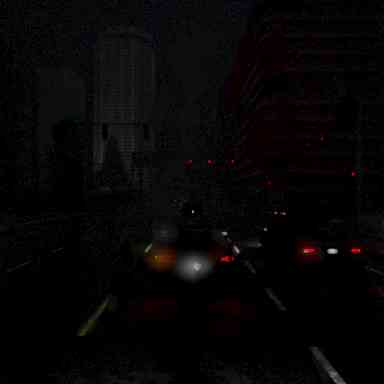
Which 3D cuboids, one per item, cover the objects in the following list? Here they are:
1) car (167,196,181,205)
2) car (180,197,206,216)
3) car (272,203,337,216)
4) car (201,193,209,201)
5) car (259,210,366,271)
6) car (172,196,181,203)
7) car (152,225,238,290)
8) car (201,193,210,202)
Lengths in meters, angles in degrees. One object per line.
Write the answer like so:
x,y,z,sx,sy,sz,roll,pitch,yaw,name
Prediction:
-3.541,1.576,60.764,1.837,1.490,4.892,0,0,1,car
0.092,1.526,32.448,1.837,1.490,4.892,0,0,0,car
8.335,1.538,24.981,5.357,1.411,2.033,-1,0,-25,car
3.505,1.316,91.788,2.150,2.045,5.566,0,0,0,car
3.580,1.560,10.948,2.033,1.411,5.357,0,0,0,car
-3.496,1.686,76.068,1.895,1.301,4.718,0,0,0,car
0.070,1.575,9.121,1.994,1.385,4.181,0,0,0,car
3.504,1.591,81.903,1.837,1.490,4.892,0,0,0,car
